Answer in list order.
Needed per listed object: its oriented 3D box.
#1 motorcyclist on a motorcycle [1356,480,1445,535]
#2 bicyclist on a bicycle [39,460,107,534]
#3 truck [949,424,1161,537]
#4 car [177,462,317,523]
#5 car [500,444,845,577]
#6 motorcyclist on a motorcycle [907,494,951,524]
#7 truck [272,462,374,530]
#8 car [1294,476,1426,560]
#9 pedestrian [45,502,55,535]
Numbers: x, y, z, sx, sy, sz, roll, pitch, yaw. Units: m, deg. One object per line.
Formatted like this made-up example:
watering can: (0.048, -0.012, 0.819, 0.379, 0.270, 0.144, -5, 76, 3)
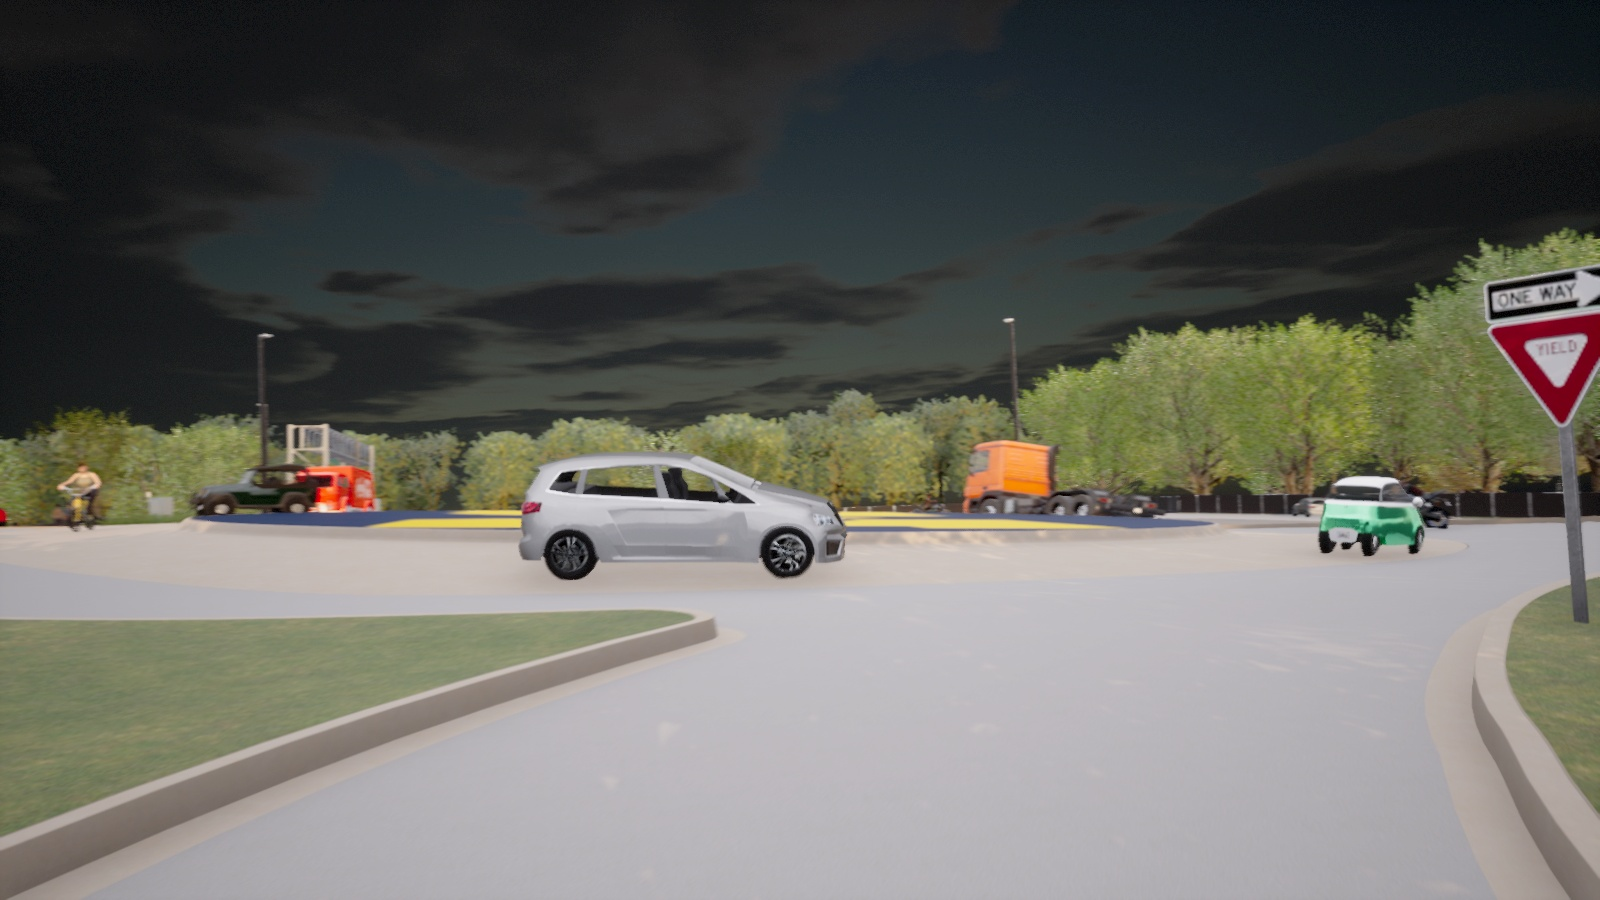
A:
motorcyclist on a motorcycle: (17.834, 1.716, 37.290, 2.191, 1.530, 0.866, -5, -3, 34)
bicyclist on a bicycle: (-16.512, 1.043, 28.562, 0.866, 1.612, 1.509, -2, 0, -12)
truck: (9.009, 1.282, 45.428, 2.891, 3.462, 7.936, 7, -7, -29)
car: (-18.092, 1.405, 41.130, 3.866, 1.878, 1.905, 1, -4, -37)
car: (-1.678, 0.807, 17.928, 4.611, 1.667, 2.242, 0, 3, 2)
motorcyclist on a motorcycle: (7.145, 3.279, 69.624, 2.350, 1.649, 0.766, 0, -3, 4)
truck: (-19.559, 1.957, 51.791, 2.627, 2.467, 5.204, -2, -5, -6)
car: (10.076, 1.186, 22.551, 1.481, 1.376, 2.207, 2, 0, 44)
pedestrian: (-42.121, 3.843, 70.537, 0.328, 1.805, 0.869, -1, -3, -20)
